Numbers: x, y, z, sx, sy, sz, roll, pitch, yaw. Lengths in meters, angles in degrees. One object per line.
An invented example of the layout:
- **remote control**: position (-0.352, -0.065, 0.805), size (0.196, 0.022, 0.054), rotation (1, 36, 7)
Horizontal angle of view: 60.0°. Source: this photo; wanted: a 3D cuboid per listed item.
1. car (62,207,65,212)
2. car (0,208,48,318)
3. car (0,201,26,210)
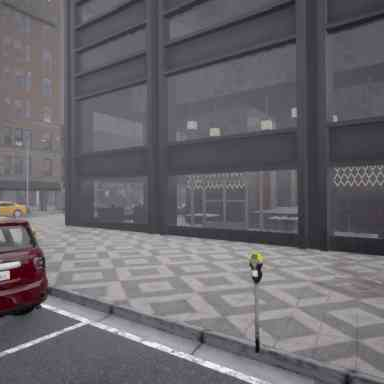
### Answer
- **car**: position (-12.461, 1.794, 39.157), size (2.033, 1.411, 5.357), rotation (-1, -1, 35)
- **car**: position (-4.743, 1.317, 6.248), size (5.009, 1.841, 2.192), rotation (0, -1, 36)
- **car**: position (-18.234, 1.641, 31.175), size (1.882, 1.535, 5.008), rotation (-1, -1, 36)
